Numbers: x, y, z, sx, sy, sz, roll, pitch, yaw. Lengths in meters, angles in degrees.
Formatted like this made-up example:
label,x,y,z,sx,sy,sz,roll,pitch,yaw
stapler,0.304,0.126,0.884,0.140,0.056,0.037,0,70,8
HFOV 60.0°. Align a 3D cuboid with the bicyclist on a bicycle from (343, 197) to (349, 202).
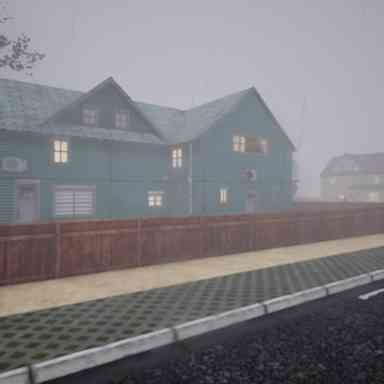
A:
label,x,y,z,sx,sy,sz,roll,pitch,yaw
bicyclist on a bicycle,16.792,1.390,36.382,1.656,1.620,0.582,0,0,-36
